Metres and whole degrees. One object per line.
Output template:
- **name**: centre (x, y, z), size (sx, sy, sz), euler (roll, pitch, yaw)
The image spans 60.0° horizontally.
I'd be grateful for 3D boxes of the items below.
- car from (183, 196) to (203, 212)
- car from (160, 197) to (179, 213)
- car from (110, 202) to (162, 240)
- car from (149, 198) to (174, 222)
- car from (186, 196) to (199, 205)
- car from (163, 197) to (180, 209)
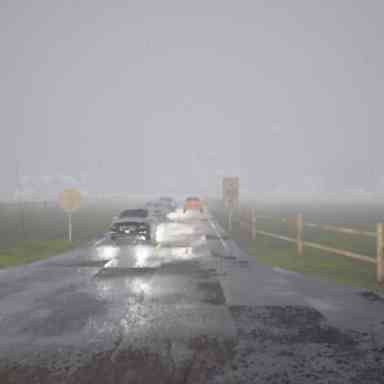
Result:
- **car**: centre (0.106, 1.291, 37.488), size (2.097, 1.767, 4.553), euler (0, 0, 0)
- **car**: centre (-2.808, 1.294, 36.109), size (2.097, 1.767, 4.553), euler (0, 0, 0)
- **car**: centre (-2.817, 1.480, 16.969), size (1.837, 1.490, 4.892), euler (0, 0, 0)
- **car**: centre (-2.820, 1.452, 26.098), size (2.128, 1.511, 4.902), euler (0, 0, 0)
- **car**: centre (0.075, 1.451, 56.426), size (2.033, 1.411, 5.357), euler (0, 0, 0)
- **car**: centre (-2.803, 1.471, 46.308), size (2.033, 1.411, 5.357), euler (0, 0, 0)
